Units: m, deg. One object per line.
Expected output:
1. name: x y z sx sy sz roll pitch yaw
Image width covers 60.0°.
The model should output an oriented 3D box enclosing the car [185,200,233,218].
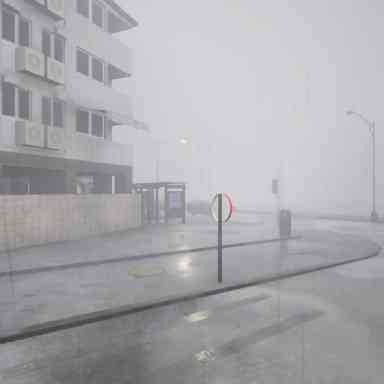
1. car: 1.551 1.601 30.462 1.895 1.301 4.718 0 0 -35

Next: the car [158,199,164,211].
1. car: -4.080 1.547 38.376 2.033 1.411 5.357 0 0 -35

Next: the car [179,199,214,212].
1. car: 0.504 1.564 39.167 1.994 1.385 4.181 0 0 -35
